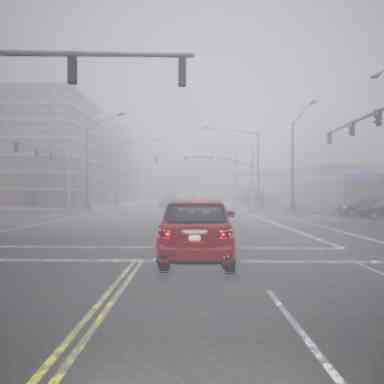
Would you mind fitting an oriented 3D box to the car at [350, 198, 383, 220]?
[{"bbox_3d":[16.603,1.523,28.246,5.008,1.535,1.882,0,0,1],"label":"car"}]

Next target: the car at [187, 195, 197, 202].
[{"bbox_3d":[-0.021,1.461,76.089,2.128,1.511,4.902,0,0,0],"label":"car"}]

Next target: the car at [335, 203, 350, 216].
[{"bbox_3d":[16.148,1.403,31.754,4.553,1.767,2.097,0,0,0],"label":"car"}]

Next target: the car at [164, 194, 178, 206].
[{"bbox_3d":[-3.566,1.313,57.417,2.150,2.045,5.566,0,0,0],"label":"car"}]

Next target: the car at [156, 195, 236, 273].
[{"bbox_3d":[0.238,1.238,10.885,2.150,2.045,5.566,0,0,4],"label":"car"}]

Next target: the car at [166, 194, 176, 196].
[{"bbox_3d":[-3.604,1.428,47.824,2.097,1.767,4.553,0,0,0],"label":"car"}]

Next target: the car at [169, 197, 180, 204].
[{"bbox_3d":[-3.519,1.671,67.282,1.994,1.385,4.181,0,0,0],"label":"car"}]
